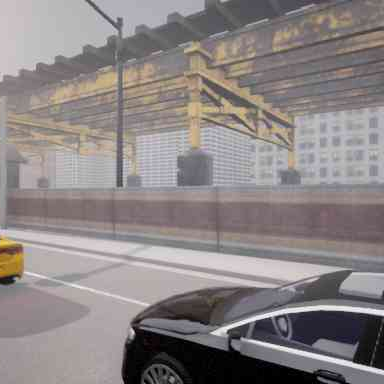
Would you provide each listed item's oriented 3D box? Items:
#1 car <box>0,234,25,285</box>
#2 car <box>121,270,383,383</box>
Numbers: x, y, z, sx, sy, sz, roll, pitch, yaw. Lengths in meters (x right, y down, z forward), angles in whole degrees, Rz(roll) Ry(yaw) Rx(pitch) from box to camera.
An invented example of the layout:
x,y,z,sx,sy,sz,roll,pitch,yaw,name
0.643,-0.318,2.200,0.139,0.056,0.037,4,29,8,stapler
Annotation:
x,y,z,sx,sy,sz,roll,pitch,yaw,name
-6.206,1.502,8.376,5.008,1.535,1.882,0,0,36,car
1.468,1.504,2.946,4.902,1.511,2.128,0,0,36,car
